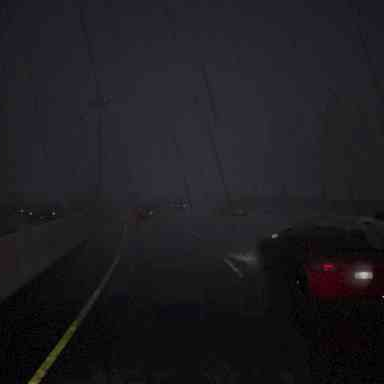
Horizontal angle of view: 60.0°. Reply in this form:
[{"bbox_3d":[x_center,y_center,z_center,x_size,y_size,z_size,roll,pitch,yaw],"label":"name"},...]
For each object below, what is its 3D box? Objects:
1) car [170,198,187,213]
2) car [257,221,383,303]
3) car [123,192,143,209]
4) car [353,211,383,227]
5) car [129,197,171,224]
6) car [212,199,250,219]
[{"bbox_3d":[-1.924,1.366,34.060,2.033,1.411,5.357,0,0,-14],"label":"car"},{"bbox_3d":[3.019,1.511,8.186,1.994,1.385,4.181,0,0,-5],"label":"car"},{"bbox_3d":[-7.219,1.017,40.796,2.150,2.045,5.566,0,0,-14],"label":"car"},{"bbox_3d":[6.491,1.155,8.868,2.150,2.045,5.566,0,0,-6],"label":"car"},{"bbox_3d":[-3.132,1.381,23.977,2.163,1.488,4.792,0,0,-13],"label":"car"},{"bbox_3d":[3.158,1.316,27.878,1.882,1.535,5.008,0,0,-13],"label":"car"}]
